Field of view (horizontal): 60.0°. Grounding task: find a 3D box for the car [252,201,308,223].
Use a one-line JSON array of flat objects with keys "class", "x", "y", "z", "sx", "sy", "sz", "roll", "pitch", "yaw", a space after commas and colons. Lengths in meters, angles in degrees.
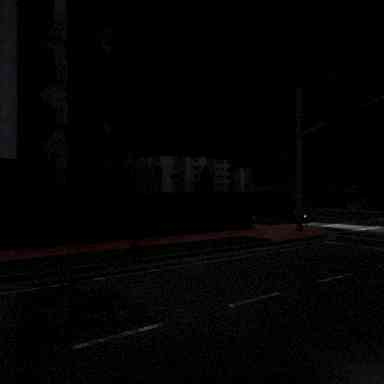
[{"class": "car", "x": 6.727, "y": 1.491, "z": 26.027, "sx": 2.128, "sy": 1.511, "sz": 4.902, "roll": 0, "pitch": 0, "yaw": -36}]
